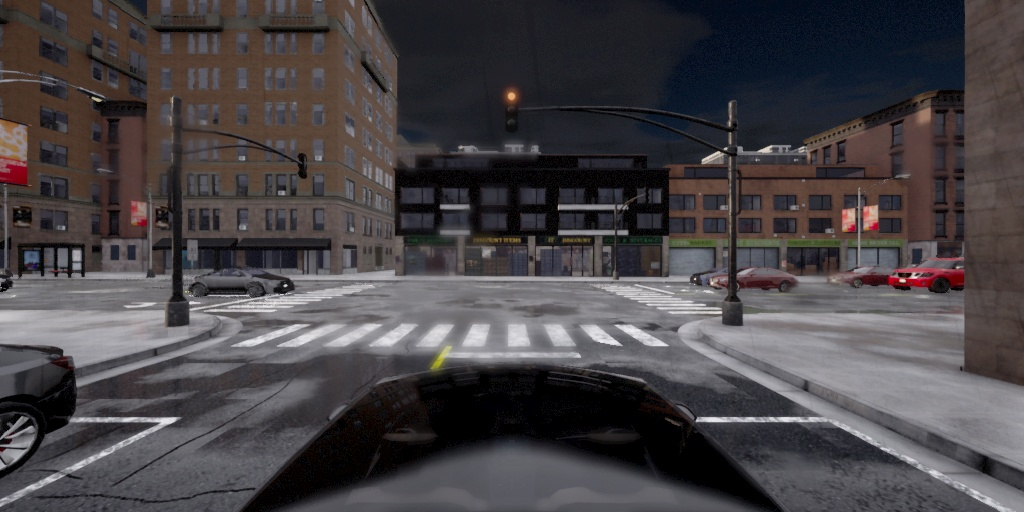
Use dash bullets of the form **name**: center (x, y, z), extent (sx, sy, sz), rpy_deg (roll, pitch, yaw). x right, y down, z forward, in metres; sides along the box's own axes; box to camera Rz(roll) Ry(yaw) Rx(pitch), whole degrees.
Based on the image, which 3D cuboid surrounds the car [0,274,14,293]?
- **car**: center (-27.401, 1.119, 17.357), extent (4.902, 1.511, 2.128), rpy_deg (0, 0, 0)

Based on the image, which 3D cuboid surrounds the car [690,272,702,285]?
- **car**: center (14.396, 1.394, 24.285), extent (4.181, 1.385, 1.994), rpy_deg (0, 0, 0)

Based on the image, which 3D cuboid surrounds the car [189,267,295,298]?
- **car**: center (-13.018, 1.258, 17.435), extent (4.181, 1.385, 1.994), rpy_deg (0, 0, 0)

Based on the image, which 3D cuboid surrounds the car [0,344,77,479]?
- **car**: center (-5.387, 1.316, 1.927), extent (1.948, 1.339, 4.313), rpy_deg (0, 0, 0)

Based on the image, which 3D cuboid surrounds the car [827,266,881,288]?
- **car**: center (24.158, 1.407, 24.326), extent (4.674, 1.442, 1.812), rpy_deg (0, 0, 0)

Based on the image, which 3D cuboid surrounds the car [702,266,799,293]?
- **car**: center (14.097, 1.354, 21.032), extent (4.674, 1.442, 1.812), rpy_deg (0, 0, 1)

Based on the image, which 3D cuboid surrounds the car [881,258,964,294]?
- **car**: center (25.713, 1.110, 21.085), extent (5.566, 2.045, 2.150), rpy_deg (0, 0, 0)
